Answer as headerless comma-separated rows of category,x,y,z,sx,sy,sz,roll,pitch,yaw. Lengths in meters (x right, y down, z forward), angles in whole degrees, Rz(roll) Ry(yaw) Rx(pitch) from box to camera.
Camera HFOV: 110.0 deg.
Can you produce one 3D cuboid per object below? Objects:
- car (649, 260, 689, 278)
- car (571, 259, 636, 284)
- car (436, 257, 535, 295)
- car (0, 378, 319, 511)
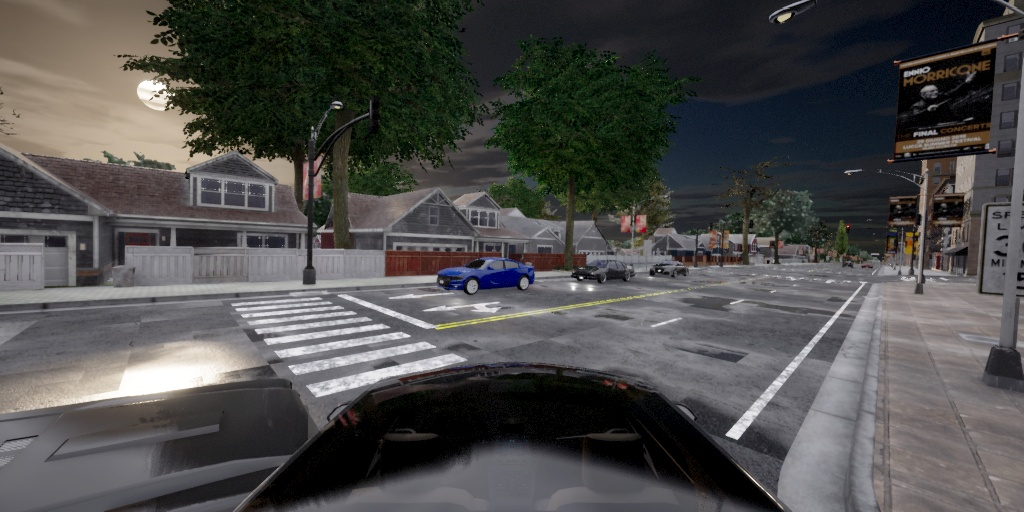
car,13.311,1.019,30.301,4.181,1.385,1.994,0,2,-44
car,6.098,0.938,23.396,5.357,1.411,2.033,0,2,-44
car,-1.084,0.808,16.492,5.008,1.535,1.882,0,2,-44
car,-3.313,1.286,1.311,4.718,1.301,1.895,1,2,-34
